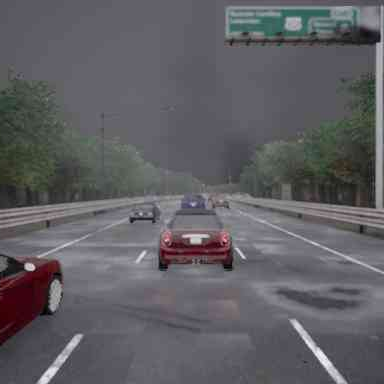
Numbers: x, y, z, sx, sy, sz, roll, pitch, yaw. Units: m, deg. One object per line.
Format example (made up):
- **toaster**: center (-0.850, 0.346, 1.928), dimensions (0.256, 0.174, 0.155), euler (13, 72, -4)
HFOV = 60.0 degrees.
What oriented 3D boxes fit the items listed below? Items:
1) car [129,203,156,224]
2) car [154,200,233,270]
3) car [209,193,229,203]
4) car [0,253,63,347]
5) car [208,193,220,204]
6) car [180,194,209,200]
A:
- **car**: center (-3.390, 1.506, 24.628), dimensions (2.033, 1.411, 5.357), euler (0, 0, 0)
- **car**: center (0.104, 1.324, 11.063), dimensions (2.097, 1.767, 4.553), euler (0, 0, 0)
- **car**: center (3.619, 1.248, 42.959), dimensions (2.097, 1.767, 4.553), euler (0, 0, 1)
- **car**: center (-3.398, 1.465, 4.400), dimensions (1.882, 1.535, 5.008), euler (0, 0, 0)
- **car**: center (4.195, 1.161, 64.809), dimensions (2.150, 2.045, 5.566), euler (0, 0, 2)
- **car**: center (0.121, 1.181, 29.943), dimensions (2.150, 2.045, 5.566), euler (0, 0, 0)
